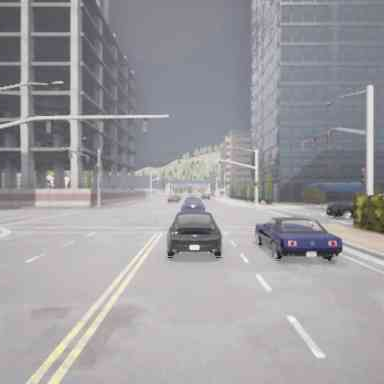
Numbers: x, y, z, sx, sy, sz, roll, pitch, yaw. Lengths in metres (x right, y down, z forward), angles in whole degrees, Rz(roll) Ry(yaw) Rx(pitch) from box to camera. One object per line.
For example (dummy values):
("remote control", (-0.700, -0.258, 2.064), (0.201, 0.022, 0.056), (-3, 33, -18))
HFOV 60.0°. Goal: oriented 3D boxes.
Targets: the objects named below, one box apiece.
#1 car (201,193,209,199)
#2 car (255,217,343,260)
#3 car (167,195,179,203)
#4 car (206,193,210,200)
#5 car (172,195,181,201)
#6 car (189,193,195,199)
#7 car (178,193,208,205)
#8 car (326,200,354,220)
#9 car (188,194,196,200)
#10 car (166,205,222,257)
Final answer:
("car", (3.517, 1.104, 92.170), (1.882, 1.535, 5.008), (0, 0, 0))
("car", (3.589, 1.565, 12.168), (1.895, 1.301, 4.718), (0, 0, 0))
("car", (-3.524, 1.384, 61.401), (1.994, 1.385, 4.181), (0, 0, 1))
("car", (3.515, 1.237, 81.836), (1.882, 1.535, 5.008), (0, 0, 0))
("car", (-3.486, 1.328, 76.503), (1.994, 1.385, 4.181), (0, 0, 0))
("car", (0.017, 1.151, 92.171), (1.812, 1.442, 4.674), (0, 0, 0))
("car", (0.098, 1.261, 30.859), (2.097, 1.767, 4.553), (0, 0, 0))
("car", (13.447, 1.399, 26.761), (5.008, 1.535, 1.882), (0, 0, -2))
("car", (0.015, 1.300, 81.519), (2.033, 1.411, 5.357), (0, 0, 0))
("car", (0.067, 1.467, 12.700), (1.837, 1.490, 4.892), (0, 0, 0))
